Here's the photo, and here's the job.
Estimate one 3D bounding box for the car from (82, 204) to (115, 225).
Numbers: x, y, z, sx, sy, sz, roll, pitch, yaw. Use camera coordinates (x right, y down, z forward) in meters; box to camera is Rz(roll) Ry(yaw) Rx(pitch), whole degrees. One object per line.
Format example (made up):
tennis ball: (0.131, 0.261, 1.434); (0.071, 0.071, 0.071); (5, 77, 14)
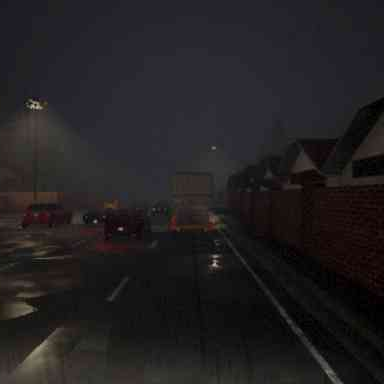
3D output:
car: (-6.902, 1.841, 26.000); (1.895, 1.301, 4.718); (0, -1, 0)

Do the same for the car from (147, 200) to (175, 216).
car: (-3.402, 1.893, 37.563); (2.033, 1.411, 5.357); (0, -1, 0)

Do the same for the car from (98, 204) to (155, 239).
car: (-3.401, 1.648, 18.370); (1.882, 1.535, 5.008); (0, 0, 0)

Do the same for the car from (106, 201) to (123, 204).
car: (-10.402, 1.888, 44.509); (1.882, 1.535, 5.008); (0, -1, 0)

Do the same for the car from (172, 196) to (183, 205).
car: (-3.504, 1.913, 75.953); (2.150, 2.045, 5.566); (0, -1, 0)

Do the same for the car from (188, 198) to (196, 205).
car: (-0.004, 2.187, 75.921); (1.837, 1.490, 4.892); (0, -1, 0)

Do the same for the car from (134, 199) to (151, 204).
car: (-6.915, 1.933, 44.223); (1.812, 1.442, 4.674); (0, -1, 0)

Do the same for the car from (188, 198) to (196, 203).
car: (-0.005, 2.182, 86.340); (2.033, 1.411, 5.357); (0, -1, 0)

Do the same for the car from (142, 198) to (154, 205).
car: (-10.504, 2.271, 79.668); (2.033, 1.411, 5.357); (0, -1, 0)

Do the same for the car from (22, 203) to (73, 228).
car: (-10.401, 1.576, 24.304); (2.097, 1.767, 4.553); (0, -1, 0)

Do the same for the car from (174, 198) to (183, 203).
car: (-3.505, 2.195, 86.340); (1.994, 1.385, 4.181); (0, -1, 0)

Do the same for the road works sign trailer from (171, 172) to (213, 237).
road works sign trailer: (-0.001, 0.641, 19.158); (2.380, 3.560, 2.880); (0, -1, 0)
